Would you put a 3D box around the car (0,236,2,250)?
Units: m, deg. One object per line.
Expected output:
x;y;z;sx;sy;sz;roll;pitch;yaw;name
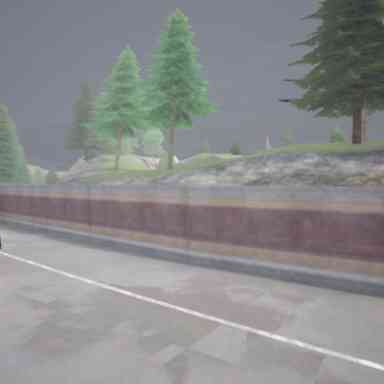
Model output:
-7.808;1.423;10.444;4.718;1.301;1.895;1;1;41;car
